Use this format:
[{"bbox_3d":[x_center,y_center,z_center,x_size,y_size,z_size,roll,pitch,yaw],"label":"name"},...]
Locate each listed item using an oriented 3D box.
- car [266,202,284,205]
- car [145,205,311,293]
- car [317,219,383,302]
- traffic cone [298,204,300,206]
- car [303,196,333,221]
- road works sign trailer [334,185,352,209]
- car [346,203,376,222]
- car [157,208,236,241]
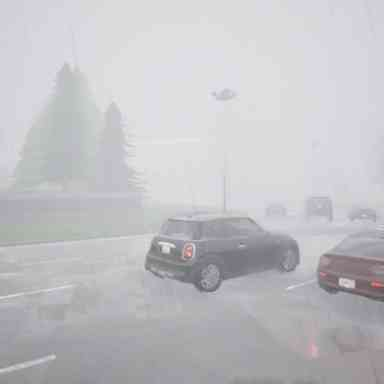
[{"bbox_3d":[8.798,1.751,35.184,1.994,1.385,4.181,0,0,10],"label":"car"},{"bbox_3d":[1.032,1.409,9.316,4.553,1.767,2.097,0,-1,-39],"label":"car"},{"bbox_3d":[4.706,1.557,7.758,4.674,1.442,1.812,0,0,-40],"label":"car"},{"bbox_3d":[18.906,2.246,58.699,0.340,0.580,0.340,0,0,-13],"label":"traffic cone"},{"bbox_3d":[11.037,1.360,29.220,2.150,2.045,5.566,0,0,18],"label":"car"},{"bbox_3d":[22.441,0.686,50.302,2.380,3.560,2.880,0,0,-13],"label":"road works sign trailer"},{"bbox_3d":[13.968,1.641,27.535,1.812,1.442,4.674,0,0,20],"label":"car"},{"bbox_3d":[0.337,1.680,18.184,1.994,1.385,4.181,0,0,44],"label":"car"}]
